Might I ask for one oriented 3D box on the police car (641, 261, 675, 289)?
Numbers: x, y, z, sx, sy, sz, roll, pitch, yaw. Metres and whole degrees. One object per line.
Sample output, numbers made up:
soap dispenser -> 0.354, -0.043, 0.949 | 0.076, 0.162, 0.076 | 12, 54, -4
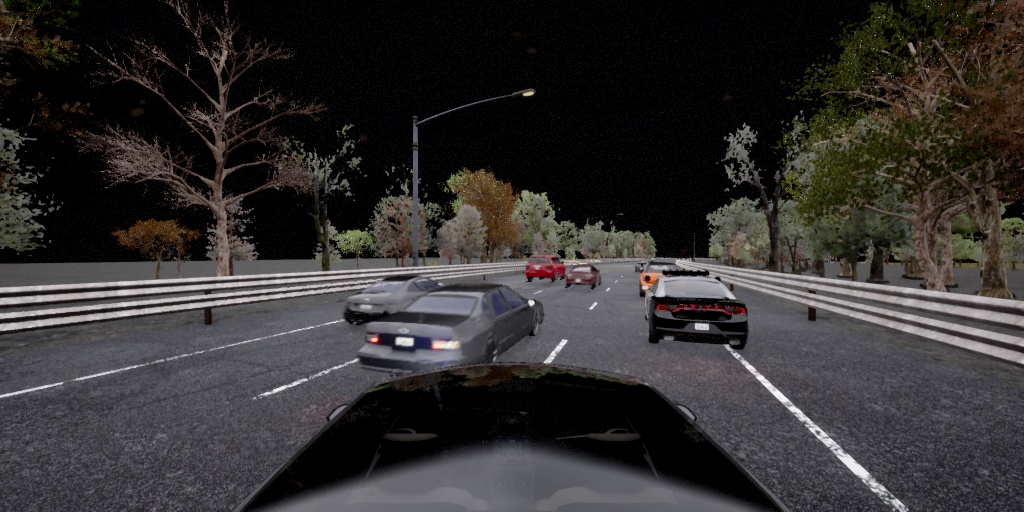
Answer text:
police car -> 9.771, 1.181, 24.343 | 1.930, 1.638, 5.238 | 0, 0, 20

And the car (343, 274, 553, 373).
car -> -0.767, 1.297, 7.608 | 2.033, 1.411, 5.357 | 0, 0, 19

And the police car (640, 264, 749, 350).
police car -> 4.534, 1.175, 9.437 | 1.930, 1.638, 5.238 | 0, 0, 19

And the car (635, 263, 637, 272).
car -> 16.684, 1.266, 45.436 | 2.128, 1.511, 4.902 | 0, 0, 22

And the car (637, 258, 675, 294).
car -> 7.725, 1.104, 18.634 | 2.097, 1.767, 4.553 | 0, 0, 20

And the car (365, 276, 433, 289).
car -> -3.194, 1.314, 11.338 | 1.994, 1.385, 4.181 | 0, 0, 19

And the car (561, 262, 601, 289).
car -> 4.684, 1.280, 23.287 | 1.812, 1.442, 4.674 | 0, 0, 20

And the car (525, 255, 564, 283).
car -> 2.731, 0.977, 28.193 | 2.150, 2.045, 5.566 | 0, 0, 20
